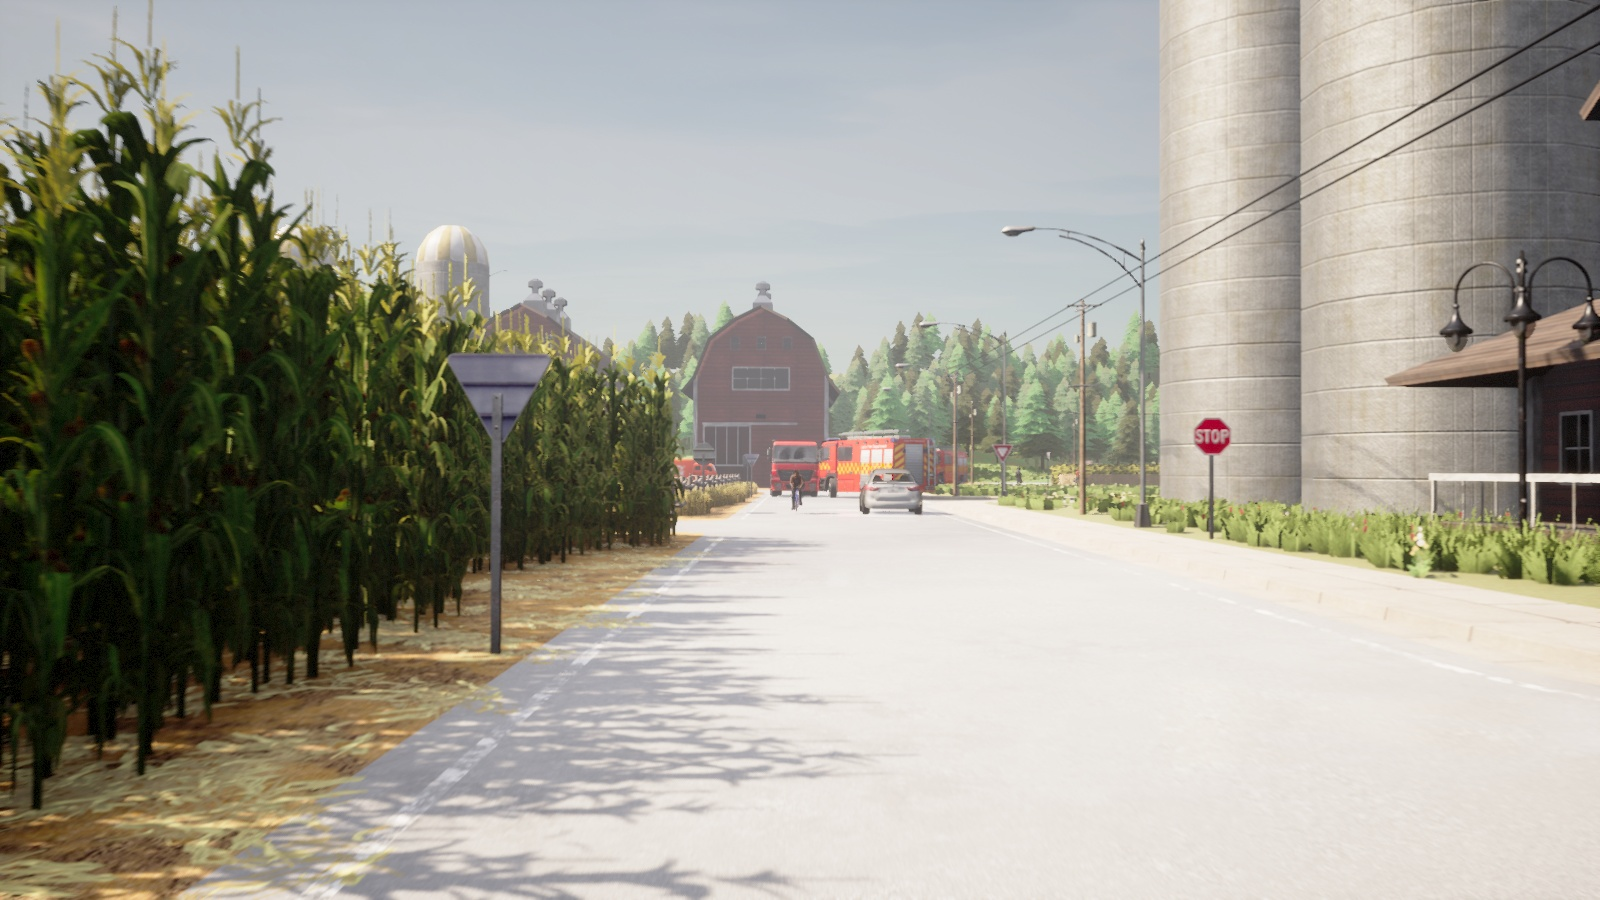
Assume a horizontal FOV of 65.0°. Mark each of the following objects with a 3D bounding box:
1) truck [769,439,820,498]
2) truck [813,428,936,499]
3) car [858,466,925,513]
[{"bbox_3d":[-0.430,1.146,78.618,2.891,3.462,7.936,0,-1,-2],"label":"truck"},{"bbox_3d":[4.117,0.839,72.004,2.891,3.827,8.468,0,-1,-29],"label":"truck"},{"bbox_3d":[3.366,1.434,47.069,2.242,1.667,4.611,0,-1,1],"label":"car"}]
